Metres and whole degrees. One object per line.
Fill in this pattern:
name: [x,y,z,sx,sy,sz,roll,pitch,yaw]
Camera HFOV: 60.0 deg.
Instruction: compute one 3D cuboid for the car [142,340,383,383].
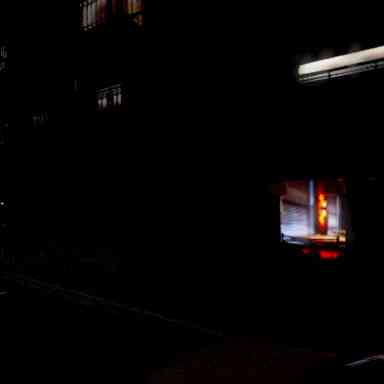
car: [1.615,1.526,1.746,4.829,1.417,1.752,0,-1,36]
